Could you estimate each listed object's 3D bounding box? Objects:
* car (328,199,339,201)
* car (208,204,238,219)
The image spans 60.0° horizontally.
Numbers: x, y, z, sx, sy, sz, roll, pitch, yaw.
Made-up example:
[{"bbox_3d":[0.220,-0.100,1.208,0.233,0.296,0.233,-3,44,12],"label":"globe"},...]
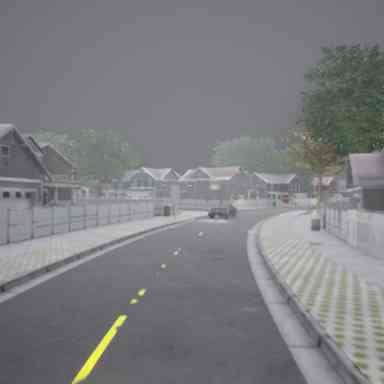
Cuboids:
[{"bbox_3d":[30.292,2.252,71.397,4.902,1.511,2.128,0,-1,-43],"label":"car"},{"bbox_3d":[3.211,1.902,33.468,2.033,1.411,5.357,0,-1,21],"label":"car"}]
